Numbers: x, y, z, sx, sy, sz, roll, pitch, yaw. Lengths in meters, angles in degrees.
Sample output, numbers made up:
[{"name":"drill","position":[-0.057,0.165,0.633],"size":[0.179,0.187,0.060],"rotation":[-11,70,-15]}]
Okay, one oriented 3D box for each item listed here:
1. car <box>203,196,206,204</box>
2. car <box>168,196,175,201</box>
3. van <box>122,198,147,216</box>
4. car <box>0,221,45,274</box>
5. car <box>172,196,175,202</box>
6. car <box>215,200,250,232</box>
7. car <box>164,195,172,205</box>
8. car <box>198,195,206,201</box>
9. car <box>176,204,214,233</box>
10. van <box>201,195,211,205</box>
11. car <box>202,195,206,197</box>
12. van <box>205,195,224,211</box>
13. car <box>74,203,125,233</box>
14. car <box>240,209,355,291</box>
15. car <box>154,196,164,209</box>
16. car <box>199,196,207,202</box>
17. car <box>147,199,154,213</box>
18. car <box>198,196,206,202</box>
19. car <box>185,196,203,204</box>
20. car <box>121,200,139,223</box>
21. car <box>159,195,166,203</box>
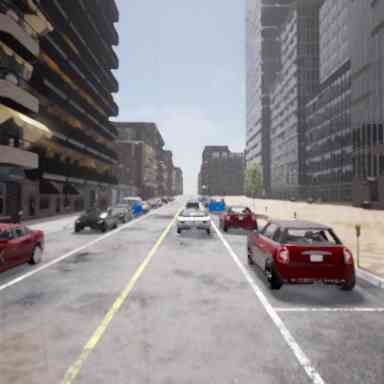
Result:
[{"name":"car","position":[2.693,1.703,48.138],"size":[1.802,1.307,4.206],"rotation":[1,0,0]},{"name":"car","position":[-5.696,1.825,92.696],"size":[1.802,1.307,4.206],"rotation":[1,0,0]},{"name":"van","position":[-5.681,1.419,31.431],"size":[1.690,1.788,3.998],"rotation":[1,0,0]},{"name":"car","position":[-5.681,1.567,9.151],"size":[1.887,1.381,4.507],"rotation":[1,0,0]},{"name":"car","position":[-5.694,1.756,81.556],"size":[1.887,1.381,4.507],"rotation":[1,0,0]},{"name":"car","position":[2.699,1.490,20.291],"size":[1.967,1.590,4.097],"rotation":[1,0,0]},{"name":"car","position":[-5.687,1.480,64.848],"size":[2.192,1.841,5.009],"rotation":[1,0,0]},{"name":"car","position":[2.687,1.684,92.697],"size":[1.967,1.590,4.097],"rotation":[1,0,0]},{"name":"car","position":[0.095,1.650,19.955],"size":[1.895,1.301,4.718],"rotation":[0,0,0]},{"name":"van","position":[2.693,1.507,64.849],"size":[1.690,1.788,3.998],"rotation":[1,0,0]},{"name":"car","position":[2.692,1.662,53.878],"size":[1.752,1.417,4.829],"rotation":[1,0,0]},{"name":"van","position":[2.698,1.434,37.001],"size":[1.690,1.788,3.998],"rotation":[1,0,0]},{"name":"car","position":[-5.683,1.615,20.290],"size":[1.947,1.339,4.313],"rotation":[1,0,0]},{"name":"car","position":[2.701,1.463,9.151],"size":[1.967,1.590,4.097],"rotation":[1,0,0]},{"name":"car","position":[-5.687,1.672,48.137],"size":[2.008,1.369,4.403],"rotation":[1,0,0]},{"name":"car","position":[2.687,1.738,81.727],"size":[1.752,1.417,4.829],"rotation":[1,0,0]},{"name":"car","position":[-5.685,1.617,36.830],"size":[1.752,1.417,4.829],"rotation":[1,0,0]},{"name":"car","position":[2.685,1.773,87.126],"size":[1.887,1.381,4.507],"rotation":[1,0,0]},{"name":"car","position":[0.093,1.661,45.267],"size":[2.033,1.411,5.357],"rotation":[0,0,0]},{"name":"car","position":[-5.684,1.614,25.860],"size":[2.008,1.369,4.403],"rotation":[1,0,0]},{"name":"car","position":[-5.688,1.660,53.539],"size":[1.752,1.417,4.829],"rotation":[1,0,0]}]
